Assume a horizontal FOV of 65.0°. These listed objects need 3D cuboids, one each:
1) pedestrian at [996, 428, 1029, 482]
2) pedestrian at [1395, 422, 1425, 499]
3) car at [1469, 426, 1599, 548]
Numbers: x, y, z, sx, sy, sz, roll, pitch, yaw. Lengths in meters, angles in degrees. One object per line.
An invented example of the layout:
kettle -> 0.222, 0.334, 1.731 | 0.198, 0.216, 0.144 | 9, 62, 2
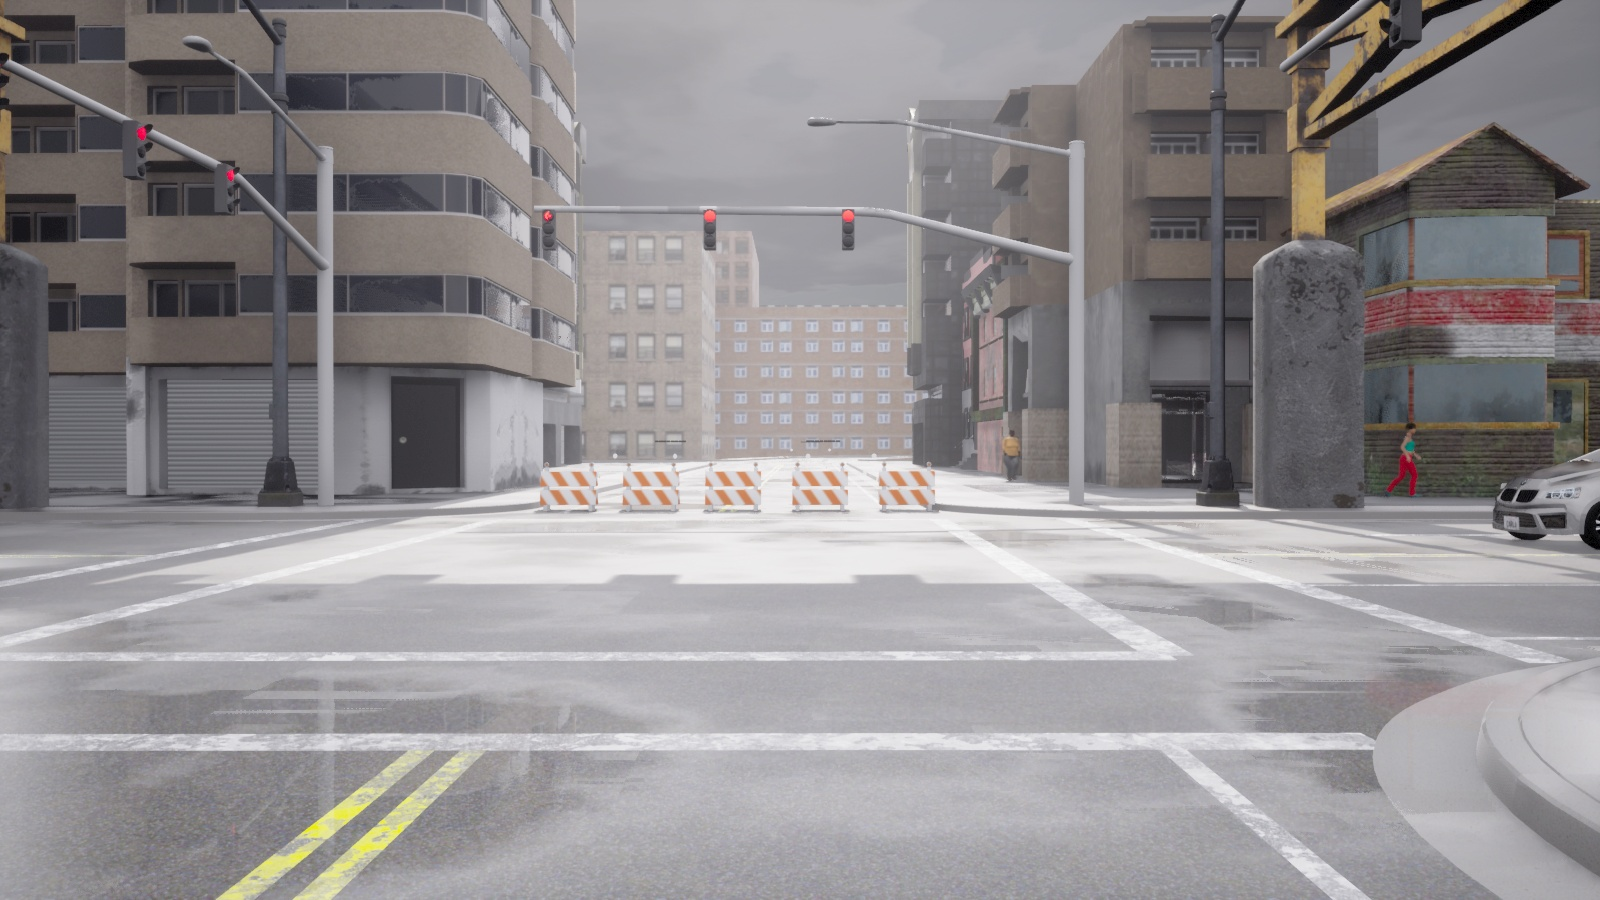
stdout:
pedestrian -> 7.321, 0.173, 43.236 | 0.874, 1.855, 0.900 | 0, 0, -10
pedestrian -> 14.638, 0.253, 30.153 | 0.594, 1.836, 0.345 | 0, 0, 15
car -> 12.614, 0.498, 18.226 | 4.611, 1.667, 2.242 | 0, 0, 0
